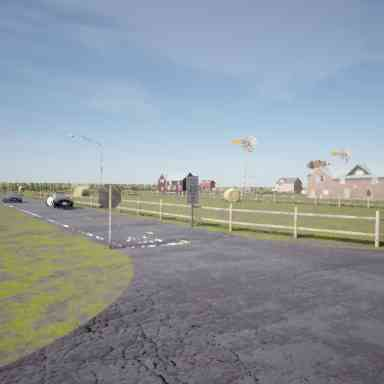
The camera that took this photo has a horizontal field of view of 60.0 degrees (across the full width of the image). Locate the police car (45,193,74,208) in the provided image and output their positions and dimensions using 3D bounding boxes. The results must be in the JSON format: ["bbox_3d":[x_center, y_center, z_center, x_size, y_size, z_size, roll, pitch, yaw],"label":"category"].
[{"bbox_3d":[-14.545,0.939,36.258,2.038,1.542,4.974,1,0,-36],"label":"police car"}]

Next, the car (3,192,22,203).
[{"bbox_3d":[-24.673,0.746,45.651,1.994,1.385,4.181,1,1,-36],"label":"car"}]
